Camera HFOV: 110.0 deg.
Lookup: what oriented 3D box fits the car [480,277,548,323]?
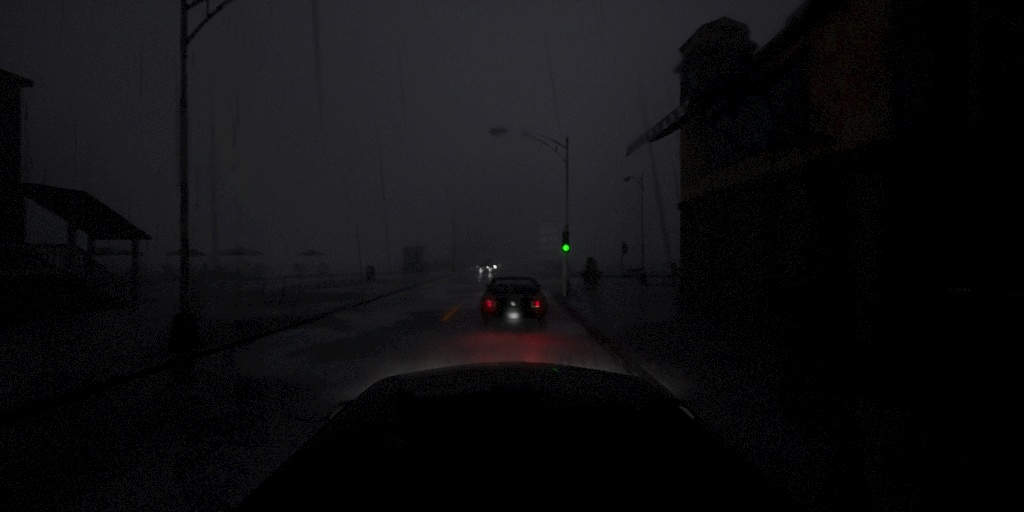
[{"bbox_3d":[0.062,1.328,11.945,1.895,1.301,4.718,0,0,0],"label":"car"}]

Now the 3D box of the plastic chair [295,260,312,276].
[{"bbox_3d":[-19.236,1.210,33.083,0.750,1.272,0.730,0,0,0],"label":"plastic chair"}]

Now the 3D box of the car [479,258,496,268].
[{"bbox_3d":[-4.115,1.128,57.980,1.837,1.490,4.892,0,0,1],"label":"car"}]

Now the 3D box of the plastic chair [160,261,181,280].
[{"bbox_3d":[-27.031,1.220,28.375,0.750,1.272,0.730,0,0,0],"label":"plastic chair"}]

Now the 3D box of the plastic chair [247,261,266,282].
[{"bbox_3d":[-18.729,1.224,26.483,0.730,1.272,0.750,0,0,0],"label":"plastic chair"}]

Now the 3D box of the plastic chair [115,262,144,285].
[{"bbox_3d":[-25.358,1.230,23.780,0.730,1.272,0.750,0,0,-1],"label":"plastic chair"}]

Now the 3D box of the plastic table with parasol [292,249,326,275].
[{"bbox_3d":[-19.207,0.603,34.423,2.482,2.480,2.482,0,0,0],"label":"plastic table with parasol"}]

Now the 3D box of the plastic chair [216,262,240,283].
[{"bbox_3d":[-20.028,1.227,25.282,0.750,1.272,0.730,0,0,0],"label":"plastic chair"}]

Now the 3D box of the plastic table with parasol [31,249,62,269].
[{"bbox_3d":[-34.257,0.624,24.898,2.482,2.480,2.482,0,0,0],"label":"plastic table with parasol"}]

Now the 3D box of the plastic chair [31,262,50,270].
[{"bbox_3d":[-32.827,1.228,24.869,0.730,1.272,0.750,0,0,0],"label":"plastic chair"}]

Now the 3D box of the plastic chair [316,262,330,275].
[{"bbox_3d":[-17.937,1.207,34.284,0.730,1.272,0.750,0,0,0],"label":"plastic chair"}]

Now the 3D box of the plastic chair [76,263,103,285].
[{"bbox_3d":[-26.725,1.233,22.575,0.750,1.272,0.730,0,0,0],"label":"plastic chair"}]

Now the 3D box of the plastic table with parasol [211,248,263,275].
[{"bbox_3d":[-19.949,0.620,26.602,2.482,2.480,2.482,0,0,0],"label":"plastic table with parasol"}]

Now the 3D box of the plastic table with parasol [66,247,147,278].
[{"bbox_3d":[-26.536,0.627,23.706,2.482,2.480,2.482,0,0,0],"label":"plastic table with parasol"}]

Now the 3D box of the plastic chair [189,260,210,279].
[{"bbox_3d":[-25.732,1.217,29.576,0.730,1.272,0.750,0,0,0],"label":"plastic chair"}]

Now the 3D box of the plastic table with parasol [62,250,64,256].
[{"bbox_3d":[-41.826,0.606,32.950,2.482,2.480,2.482,0,0,0],"label":"plastic table with parasol"}]

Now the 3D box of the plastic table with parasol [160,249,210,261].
[{"bbox_3d":[-26.932,0.613,29.625,2.482,2.480,2.482,0,0,0],"label":"plastic table with parasol"}]
